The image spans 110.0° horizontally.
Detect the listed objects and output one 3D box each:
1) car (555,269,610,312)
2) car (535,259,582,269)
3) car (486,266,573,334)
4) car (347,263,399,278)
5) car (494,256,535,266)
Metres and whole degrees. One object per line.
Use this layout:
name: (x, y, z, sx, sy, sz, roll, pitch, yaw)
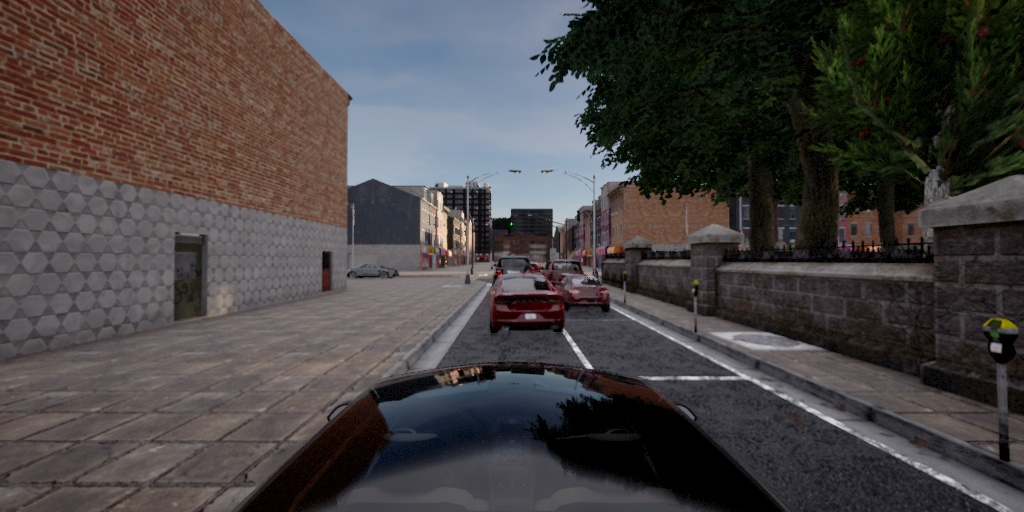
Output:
car: (2.658, 1.352, 14.133, 1.802, 1.307, 4.207, 0, 0, 0)
car: (2.666, 1.096, 19.582, 2.192, 1.841, 5.009, 0, 0, 0)
car: (0.261, 1.241, 10.771, 1.882, 1.535, 5.008, 0, 0, -4)
car: (-12.031, 1.339, 31.175, 4.181, 1.385, 1.994, 0, -1, 0)
car: (0.154, 1.007, 20.453, 2.150, 2.045, 5.566, 0, 0, 2)
